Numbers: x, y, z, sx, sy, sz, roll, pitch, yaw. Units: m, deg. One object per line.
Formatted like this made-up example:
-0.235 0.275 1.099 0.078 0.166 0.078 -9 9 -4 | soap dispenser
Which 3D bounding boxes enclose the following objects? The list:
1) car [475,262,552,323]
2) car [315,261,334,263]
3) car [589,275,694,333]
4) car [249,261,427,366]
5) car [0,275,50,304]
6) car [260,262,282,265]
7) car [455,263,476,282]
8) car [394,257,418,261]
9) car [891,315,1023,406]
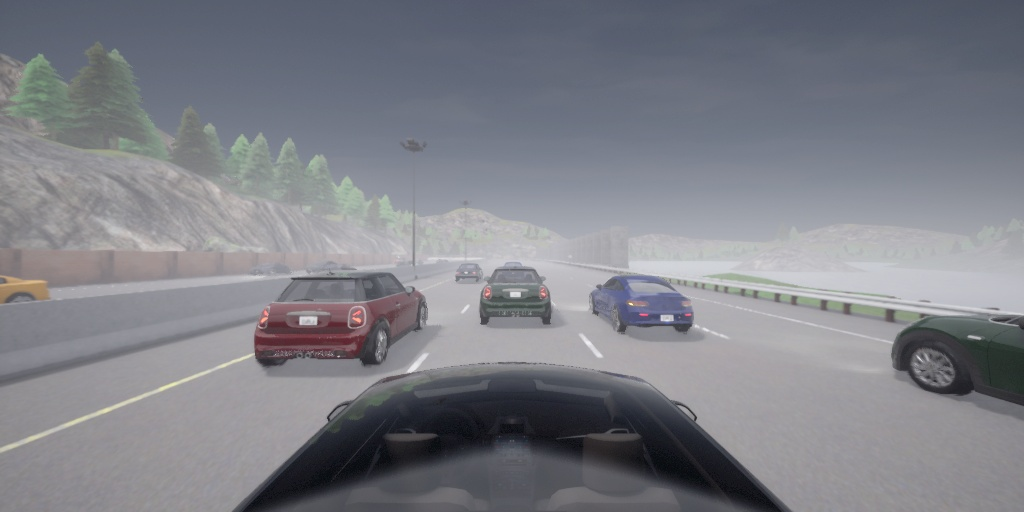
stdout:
0.097 1.102 12.191 2.097 1.767 4.553 0 0 0 | car
-14.105 1.314 28.840 1.994 1.385 4.181 0 0 0 | car
3.599 1.276 10.626 1.812 1.442 4.674 0 0 0 | car
-3.402 1.102 8.112 2.097 1.767 4.553 0 0 0 | car
-17.604 1.228 10.750 1.882 1.535 5.008 0 0 0 | car
-24.602 1.314 36.593 1.994 1.385 4.181 0 0 0 | car
-3.407 1.298 29.095 2.033 1.411 5.357 0 0 0 | car
-17.512 1.315 59.178 1.994 1.385 4.181 0 0 1 | car
7.100 1.102 3.790 2.097 1.767 4.553 0 0 0 | car
